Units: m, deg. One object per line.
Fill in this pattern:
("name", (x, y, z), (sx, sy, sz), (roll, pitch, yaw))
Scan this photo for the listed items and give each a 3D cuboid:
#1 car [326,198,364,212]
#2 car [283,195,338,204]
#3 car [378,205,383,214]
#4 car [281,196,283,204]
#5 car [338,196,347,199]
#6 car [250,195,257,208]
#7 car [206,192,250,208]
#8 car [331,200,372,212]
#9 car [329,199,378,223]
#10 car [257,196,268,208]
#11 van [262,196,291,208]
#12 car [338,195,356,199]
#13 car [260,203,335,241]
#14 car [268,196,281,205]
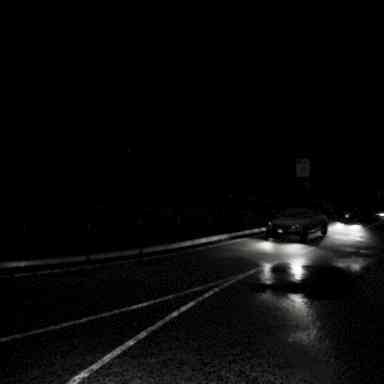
("car", (22.183, 1.833, 48.264), (4.553, 1.767, 2.185), (1, -2, 38))
("car", (12.884, 1.366, 36.272), (4.553, 1.767, 2.185), (1, -1, 38))
("car", (25.074, 2.014, 41.770), (2.033, 1.411, 5.357), (1, -1, 39))
("car", (12.858, 1.797, 56.508), (5.366, 1.575, 1.946), (1, -2, 38))
("car", (14.755, 1.572, 38.657), (5.008, 1.535, 2.097), (1, -1, 38))
("car", (6.157, 1.434, 47.576), (4.892, 1.521, 2.231), (1, -1, 38))
("car", (4.552, 1.111, 45.453), (5.566, 2.045, 2.435), (1, -1, 38))
("car", (24.140, 2.074, 50.429), (5.366, 1.575, 1.946), (1, -2, 38))
("car", (12.989, 1.548, 26.507), (2.128, 1.511, 4.902), (1, 0, 38))
("car", (7.888, 1.261, 49.775), (5.566, 2.045, 2.435), (1, -1, 38))
("van", (14.819, 1.689, 58.530), (4.442, 1.987, 1.878), (1, -2, 38))
("car", (16.526, 1.399, 40.983), (5.566, 2.045, 2.435), (1, -1, 38))
("car", (5.530, 1.520, 17.050), (1.812, 1.442, 4.674), (1, 0, 40))
("car", (11.223, 1.698, 54.410), (5.366, 1.575, 1.946), (1, -1, 38))
